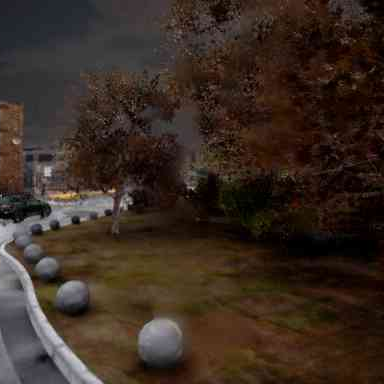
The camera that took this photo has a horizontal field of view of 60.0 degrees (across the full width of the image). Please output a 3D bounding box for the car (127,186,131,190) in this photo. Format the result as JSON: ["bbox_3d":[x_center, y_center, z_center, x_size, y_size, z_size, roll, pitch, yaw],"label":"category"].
[{"bbox_3d":[-13.688,-0.683,64.667,2.435,2.045,5.566,0,3,19],"label":"car"}]

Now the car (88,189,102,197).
[{"bbox_3d":[-17.473,0.162,54.014,1.946,1.575,5.366,0,3,20],"label":"car"}]

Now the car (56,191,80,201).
[{"bbox_3d":[-19.328,0.456,48.820,1.946,1.575,5.366,0,3,20],"label":"car"}]

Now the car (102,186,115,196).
[{"bbox_3d":[-15.627,-0.129,59.213,1.946,1.575,5.366,0,3,20],"label":"car"}]

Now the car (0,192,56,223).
[{"bbox_3d":[-13.117,1.181,25.394,2.150,2.045,5.566,0,2,9],"label":"car"}]
